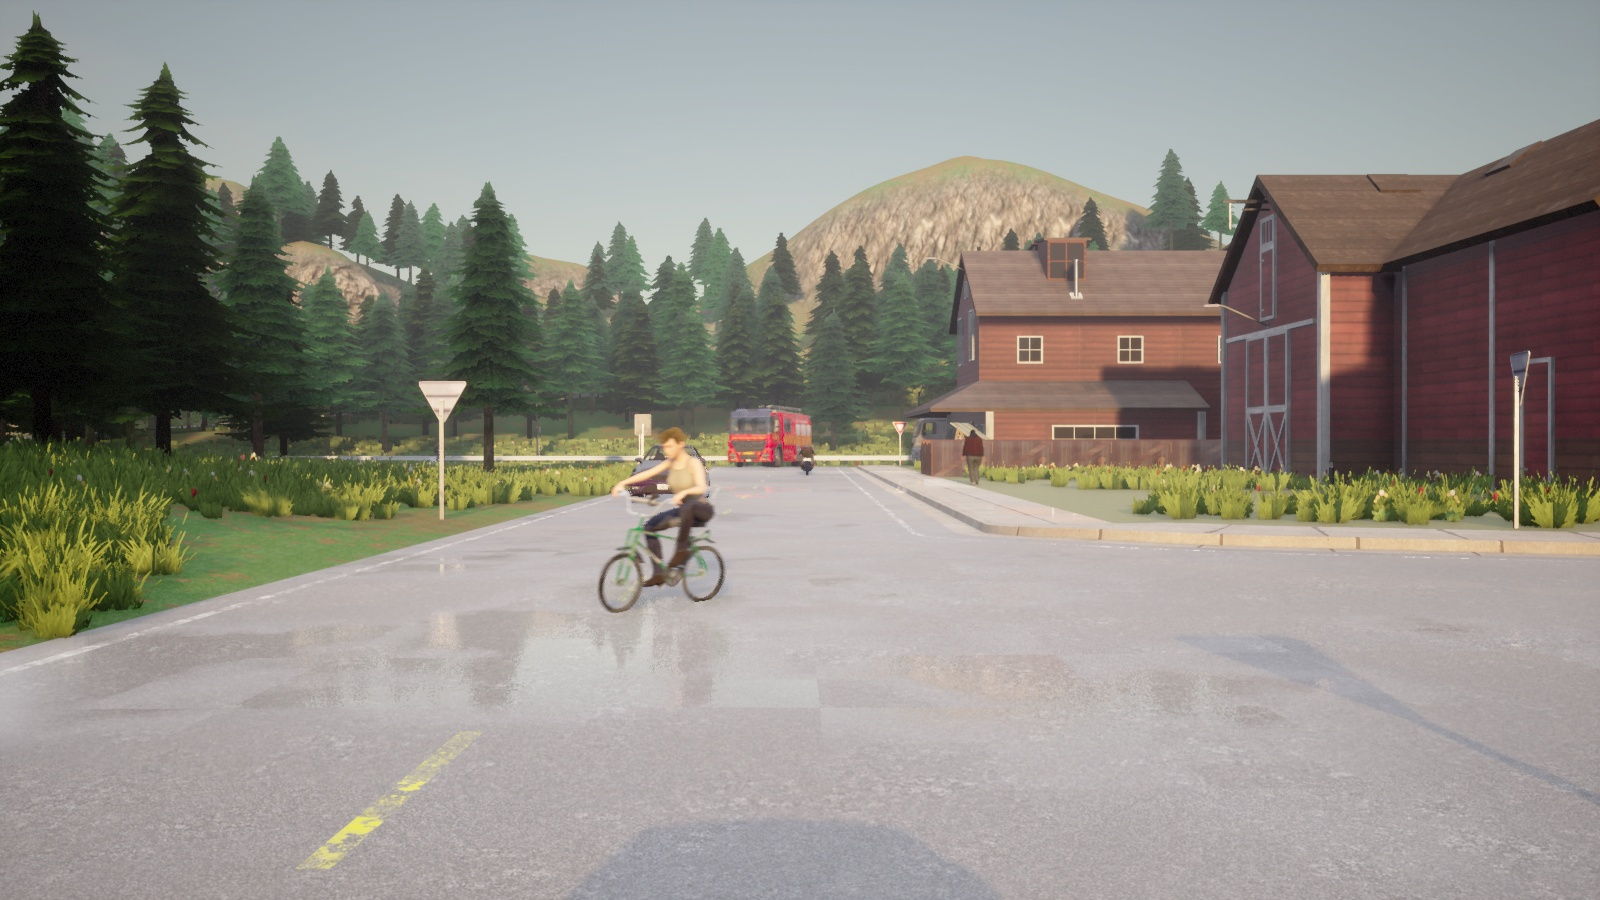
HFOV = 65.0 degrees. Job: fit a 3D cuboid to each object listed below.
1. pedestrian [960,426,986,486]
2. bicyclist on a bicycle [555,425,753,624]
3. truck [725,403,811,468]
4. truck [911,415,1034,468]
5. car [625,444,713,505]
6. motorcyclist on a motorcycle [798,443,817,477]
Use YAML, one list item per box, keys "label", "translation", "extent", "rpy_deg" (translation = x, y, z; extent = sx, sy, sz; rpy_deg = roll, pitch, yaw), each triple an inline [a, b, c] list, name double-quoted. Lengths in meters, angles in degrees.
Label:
- label: "pedestrian"
  translation: [5.458, 0.183, 39.580]
  extent: [0.634, 1.844, 0.899]
  rpy_deg: [0, 0, -4]
- label: "bicyclist on a bicycle"
  translation: [-1.286, 0.602, 11.196]
  extent: [0.866, 1.612, 1.509]
  rpy_deg: [4, 4, 43]
- label: "truck"
  translation: [-1.873, -0.824, 78.432]
  extent: [2.891, 3.827, 8.468]
  rpy_deg: [0, 0, 17]
- label: "truck"
  translation: [11.554, -0.567, 84.684]
  extent: [7.936, 3.462, 2.891]
  rpy_deg: [0, 0, 0]
- label: "car"
  translation: [-3.306, 0.575, 32.403]
  extent: [1.816, 1.474, 4.193]
  rpy_deg: [0, 0, 0]
- label: "motorcyclist on a motorcycle"
  translation: [0.342, 0.449, 58.936]
  extent: [0.866, 1.530, 2.191]
  rpy_deg: [0, 0, 0]
